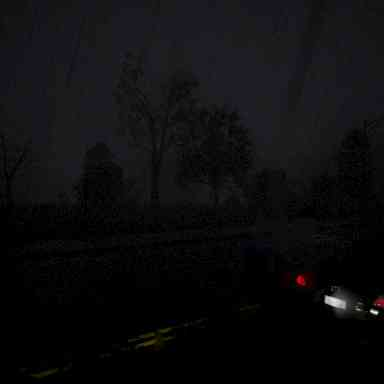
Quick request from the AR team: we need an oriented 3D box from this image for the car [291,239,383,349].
[{"bbox_3d":[3.728,1.563,5.943,4.181,1.385,1.994,0,0,-34],"label":"car"}]
